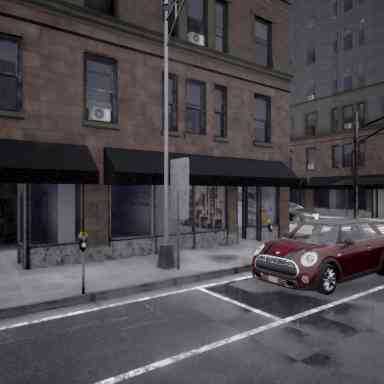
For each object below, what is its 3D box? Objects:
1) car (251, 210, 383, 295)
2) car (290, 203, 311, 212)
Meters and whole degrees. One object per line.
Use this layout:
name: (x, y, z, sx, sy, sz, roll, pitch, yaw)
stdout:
car: (3.443, 1.440, 8.658, 4.097, 1.590, 1.967, 0, 0, -36)
car: (7.045, 1.537, 24.612, 2.128, 1.511, 4.902, 0, 0, -35)
